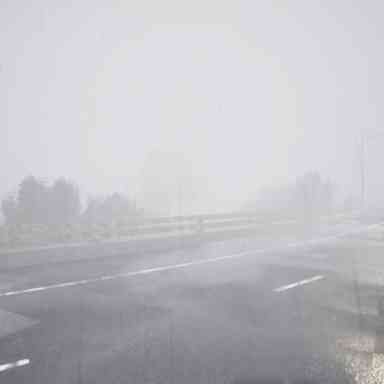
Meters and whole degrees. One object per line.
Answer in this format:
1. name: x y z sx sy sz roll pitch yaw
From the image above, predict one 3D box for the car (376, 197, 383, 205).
1. car: 35.833 1.743 61.980 2.128 1.511 4.902 0 0 16
